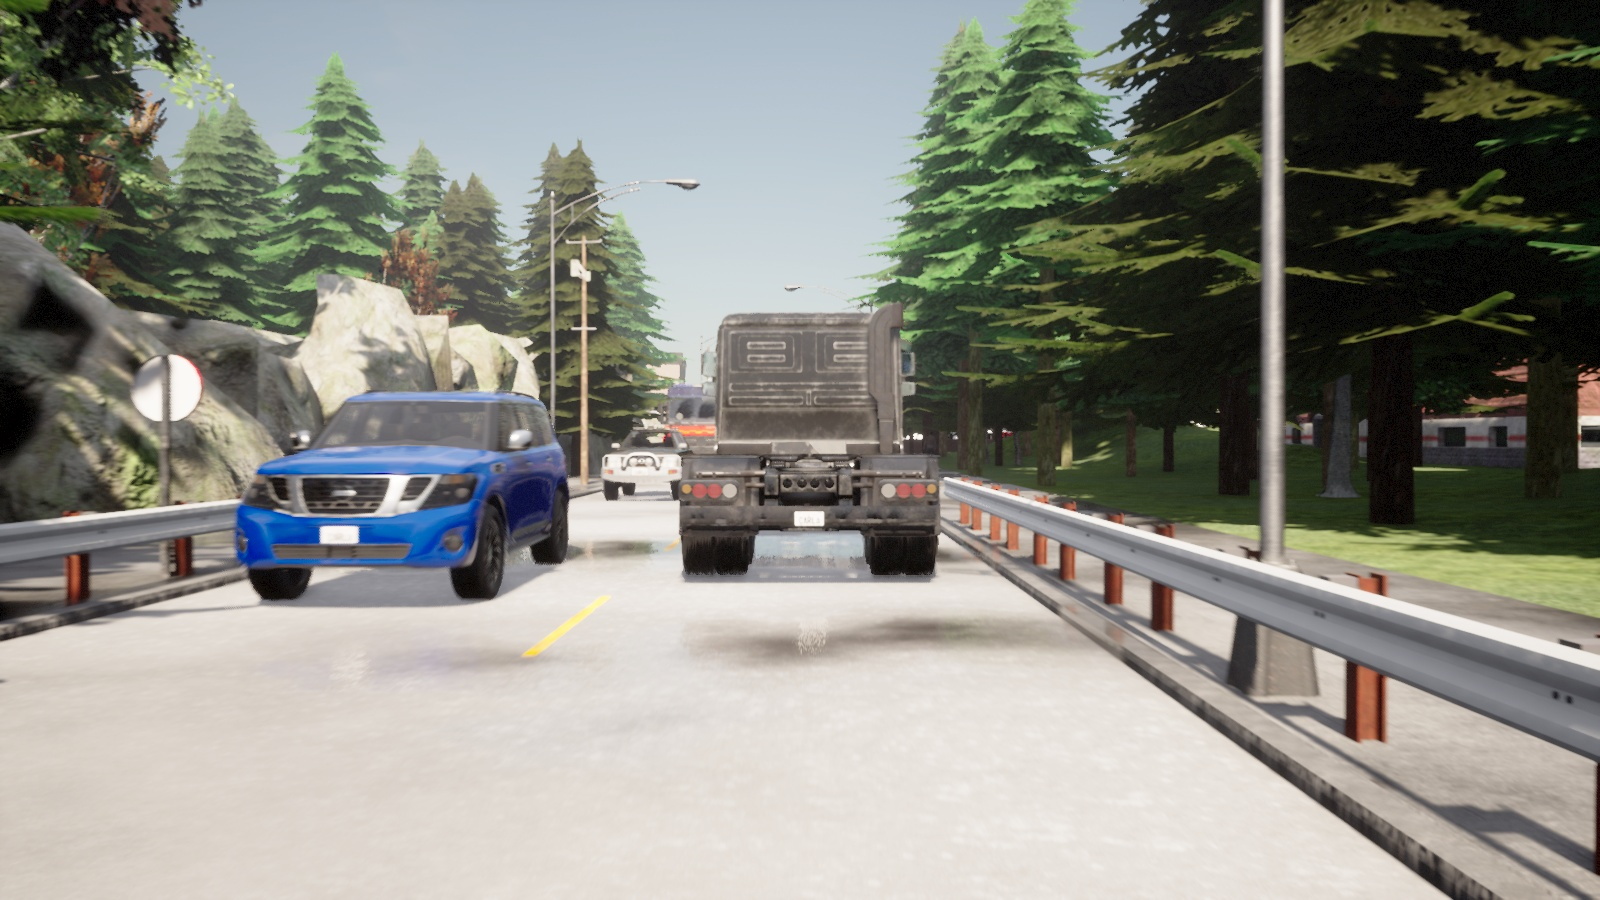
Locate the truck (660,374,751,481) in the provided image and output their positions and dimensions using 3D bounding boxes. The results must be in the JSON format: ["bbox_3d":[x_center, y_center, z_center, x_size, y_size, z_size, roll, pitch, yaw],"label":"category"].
[{"bbox_3d":[-3.560,-0.848,49.361,2.891,3.827,8.468,0,1,1],"label":"truck"}]

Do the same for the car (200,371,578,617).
[{"bbox_3d":[-3.911,0.350,13.224,2.150,2.045,5.566,0,0,0],"label":"car"}]

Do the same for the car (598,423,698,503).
[{"bbox_3d":[-3.737,0.288,31.622,1.932,1.855,4.605,0,0,1],"label":"car"}]

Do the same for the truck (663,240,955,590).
[{"bbox_3d":[0.117,-0.377,16.392,2.891,3.462,7.936,0,0,0],"label":"truck"}]

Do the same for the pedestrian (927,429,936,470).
[{"bbox_3d":[5.794,-0.018,55.530,0.328,1.805,0.869,0,0,2],"label":"pedestrian"}]
